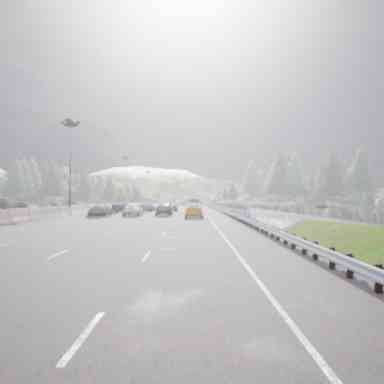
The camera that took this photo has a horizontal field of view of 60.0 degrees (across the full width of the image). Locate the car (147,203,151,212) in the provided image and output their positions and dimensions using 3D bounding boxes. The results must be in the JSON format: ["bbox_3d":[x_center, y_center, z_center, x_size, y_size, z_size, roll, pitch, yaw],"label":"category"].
[{"bbox_3d":[-6.768,2.285,49.757,1.994,1.385,4.181,0,-1,0],"label":"car"}]

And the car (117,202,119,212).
[{"bbox_3d":[-10.273,2.167,48.031,1.882,1.535,5.008,0,-1,0],"label":"car"}]

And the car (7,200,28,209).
[{"bbox_3d":[-27.903,2.290,52.890,1.837,1.490,4.892,0,-1,1],"label":"car"}]

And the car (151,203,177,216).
[{"bbox_3d":[-3.296,2.056,40.401,2.128,1.511,4.902,0,-1,0],"label":"car"}]

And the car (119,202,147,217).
[{"bbox_3d":[-6.811,2.068,38.685,1.812,1.442,4.674,0,-1,0],"label":"car"}]

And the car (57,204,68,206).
[{"bbox_3d":[-20.885,2.211,56.244,2.097,1.767,4.553,0,-1,1],"label":"car"}]

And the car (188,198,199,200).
[{"bbox_3d":[0.224,1.898,47.333,2.150,2.045,5.566,0,-1,0],"label":"car"}]

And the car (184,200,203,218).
[{"bbox_3d":[0.191,1.979,35.890,1.882,1.535,5.008,0,-1,0],"label":"car"}]

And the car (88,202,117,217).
[{"bbox_3d":[-10.304,2.090,37.677,1.994,1.385,4.181,0,-1,0],"label":"car"}]
